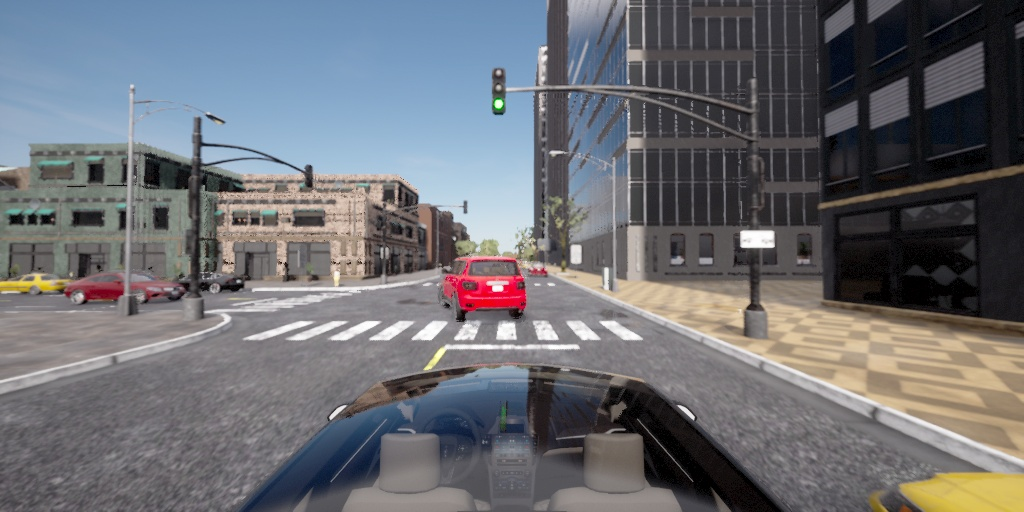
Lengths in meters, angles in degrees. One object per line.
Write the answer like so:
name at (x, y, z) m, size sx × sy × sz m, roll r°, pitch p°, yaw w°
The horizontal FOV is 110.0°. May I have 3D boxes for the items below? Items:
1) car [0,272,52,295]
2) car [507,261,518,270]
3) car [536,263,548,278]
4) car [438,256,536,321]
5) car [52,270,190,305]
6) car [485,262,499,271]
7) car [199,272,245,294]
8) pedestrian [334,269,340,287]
car at (-30.674, 1.741, 22.950) m, size 4.829 × 1.417 × 1.751 m, roll 0°, pitch 0°, yaw 1°
car at (0.110, 1.629, 64.788) m, size 1.837 × 1.490 × 4.892 m, roll 0°, pitch 0°, yaw 0°
car at (2.697, 1.402, 37.678) m, size 1.967 × 1.591 × 4.097 m, roll 0°, pitch 0°, yaw 0°
car at (-1.247, 1.040, 13.016) m, size 2.150 × 2.045 × 5.566 m, roll 1°, pitch 0°, yaw -18°
car at (-18.259, 1.500, 17.010) m, size 4.674 × 1.442 × 1.812 m, roll -1°, pitch -1°, yaw 1°
car at (-3.047, 1.670, 55.782) m, size 1.895 × 1.301 × 4.718 m, roll 0°, pitch 0°, yaw 0°
car at (-19.408, 1.675, 22.805) m, size 4.313 × 1.339 × 1.948 m, roll 0°, pitch 0°, yaw 1°
pedestrian at (-12.540, 1.528, 25.675) m, size 0.375 × 1.300 × 0.375 m, roll 0°, pitch -1°, yaw 1°
